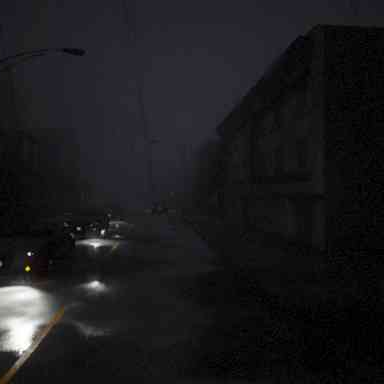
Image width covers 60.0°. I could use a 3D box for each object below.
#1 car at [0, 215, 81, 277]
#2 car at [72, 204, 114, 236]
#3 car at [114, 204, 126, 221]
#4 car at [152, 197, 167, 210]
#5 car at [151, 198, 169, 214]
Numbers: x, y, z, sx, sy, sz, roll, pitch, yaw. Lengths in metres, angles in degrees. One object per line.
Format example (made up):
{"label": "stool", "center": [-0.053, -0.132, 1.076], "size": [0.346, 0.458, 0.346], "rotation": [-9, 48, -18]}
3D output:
{"label": "car", "center": [-5.036, 1.627, 10.275], "size": [1.994, 1.385, 4.181], "rotation": [0, 0, -5]}
{"label": "car", "center": [-5.935, 1.619, 19.130], "size": [1.837, 1.490, 4.892], "rotation": [0, 0, -6]}
{"label": "car", "center": [-6.917, 1.734, 28.982], "size": [1.994, 1.385, 4.181], "rotation": [0, 0, -6]}
{"label": "car", "center": [-4.737, 1.631, 48.918], "size": [2.097, 1.767, 4.553], "rotation": [0, 0, -5]}
{"label": "car", "center": [-3.746, 1.787, 39.070], "size": [1.994, 1.385, 4.181], "rotation": [0, 0, -5]}
